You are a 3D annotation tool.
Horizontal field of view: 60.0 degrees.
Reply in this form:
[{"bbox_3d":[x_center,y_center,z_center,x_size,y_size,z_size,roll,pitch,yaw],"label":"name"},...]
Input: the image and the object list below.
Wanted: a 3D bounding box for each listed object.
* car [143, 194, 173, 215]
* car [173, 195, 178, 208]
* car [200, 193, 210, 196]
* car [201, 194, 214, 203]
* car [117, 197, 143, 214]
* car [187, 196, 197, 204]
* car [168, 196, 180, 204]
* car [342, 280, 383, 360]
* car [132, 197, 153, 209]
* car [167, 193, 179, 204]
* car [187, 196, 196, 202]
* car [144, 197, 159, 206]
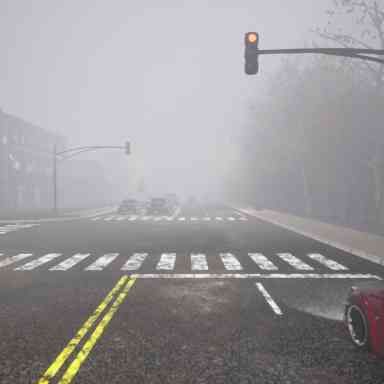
[{"bbox_3d":[-3.395,1.341,33.996,2.097,1.767,4.553,0,0,0],"label":"car"},{"bbox_3d":[-3.402,1.533,43.591,2.033,1.411,5.357,0,0,1],"label":"car"},{"bbox_3d":[3.139,1.194,76.284,2.150,2.045,5.566,0,0,0],"label":"car"},{"bbox_3d":[3.248,1.576,66.101,1.895,1.301,4.718,0,0,0],"label":"car"},{"bbox_3d":[-6.646,1.494,35.591,1.837,1.490,4.892,0,0,0],"label":"car"},{"bbox_3d":[0.003,1.455,62.837,1.882,1.535,5.008,0,-1,0],"label":"car"},{"bbox_3d":[-3.393,1.523,64.559,2.033,1.411,5.357,0,0,0],"label":"car"},{"bbox_3d":[3.348,1.563,3.519,1.994,1.385,4.181,0,0,0],"label":"car"},{"bbox_3d":[-6.654,1.476,45.075,2.128,1.511,4.902,0,0,0],"label":"car"},{"bbox_3d":[-3.415,1.202,53.954,2.150,2.045,5.566,0,0,1],"label":"car"},{"bbox_3d":[-0.114,1.564,77.262,1.895,1.301,4.718,0,0,0],"label":"car"},{"bbox_3d":[-6.657,1.506,55.222,1.812,1.442,4.674,0,0,0],"label":"car"}]
